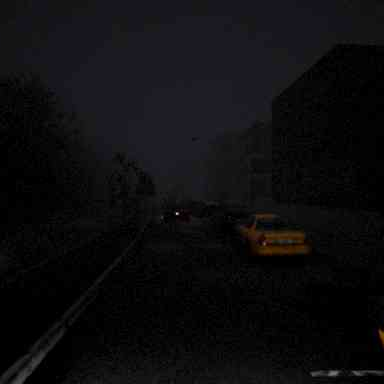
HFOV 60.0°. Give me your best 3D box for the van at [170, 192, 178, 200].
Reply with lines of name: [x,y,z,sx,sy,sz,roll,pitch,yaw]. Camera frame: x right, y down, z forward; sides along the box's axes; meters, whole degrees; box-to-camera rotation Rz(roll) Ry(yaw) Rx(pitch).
van: [-4.652,1.035,84.403,1.878,1.987,4.442,0,0,-6]

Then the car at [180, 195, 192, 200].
car: [-0.354,1.478,45.697,2.002,1.452,4.674,0,0,-6]

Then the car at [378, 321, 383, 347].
car: [3.067,1.476,1.653,1.946,1.575,5.366,0,0,0]

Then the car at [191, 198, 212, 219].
car: [1.470,1.472,29.255,2.097,1.535,5.008,0,0,-6]

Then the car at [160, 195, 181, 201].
car: [-3.006,1.449,42.805,2.128,1.511,4.902,0,0,-6]

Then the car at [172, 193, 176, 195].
car: [-2.195,1.409,62.267,2.163,1.488,4.792,0,0,-6]

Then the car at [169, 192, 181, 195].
car: [-2.805,1.103,67.777,2.435,2.045,5.566,0,0,-6]

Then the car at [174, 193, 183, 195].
car: [-1.578,1.441,56.722,2.002,1.452,4.674,0,0,-6]

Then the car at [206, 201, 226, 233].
car: [2.342,1.510,19.696,2.163,1.488,4.792,0,0,-3]

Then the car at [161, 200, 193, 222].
car: [-1.276,1.553,26.381,1.994,1.385,4.181,0,0,-5]

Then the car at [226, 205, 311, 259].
car: [2.751,1.477,12.667,1.946,1.575,5.366,0,0,-2]

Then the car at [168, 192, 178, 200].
car: [-5.255,0.973,89.827,2.435,2.045,5.566,0,0,-6]

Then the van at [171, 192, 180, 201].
van: [-4.040,1.069,78.890,1.878,1.987,4.442,0,0,-6]
